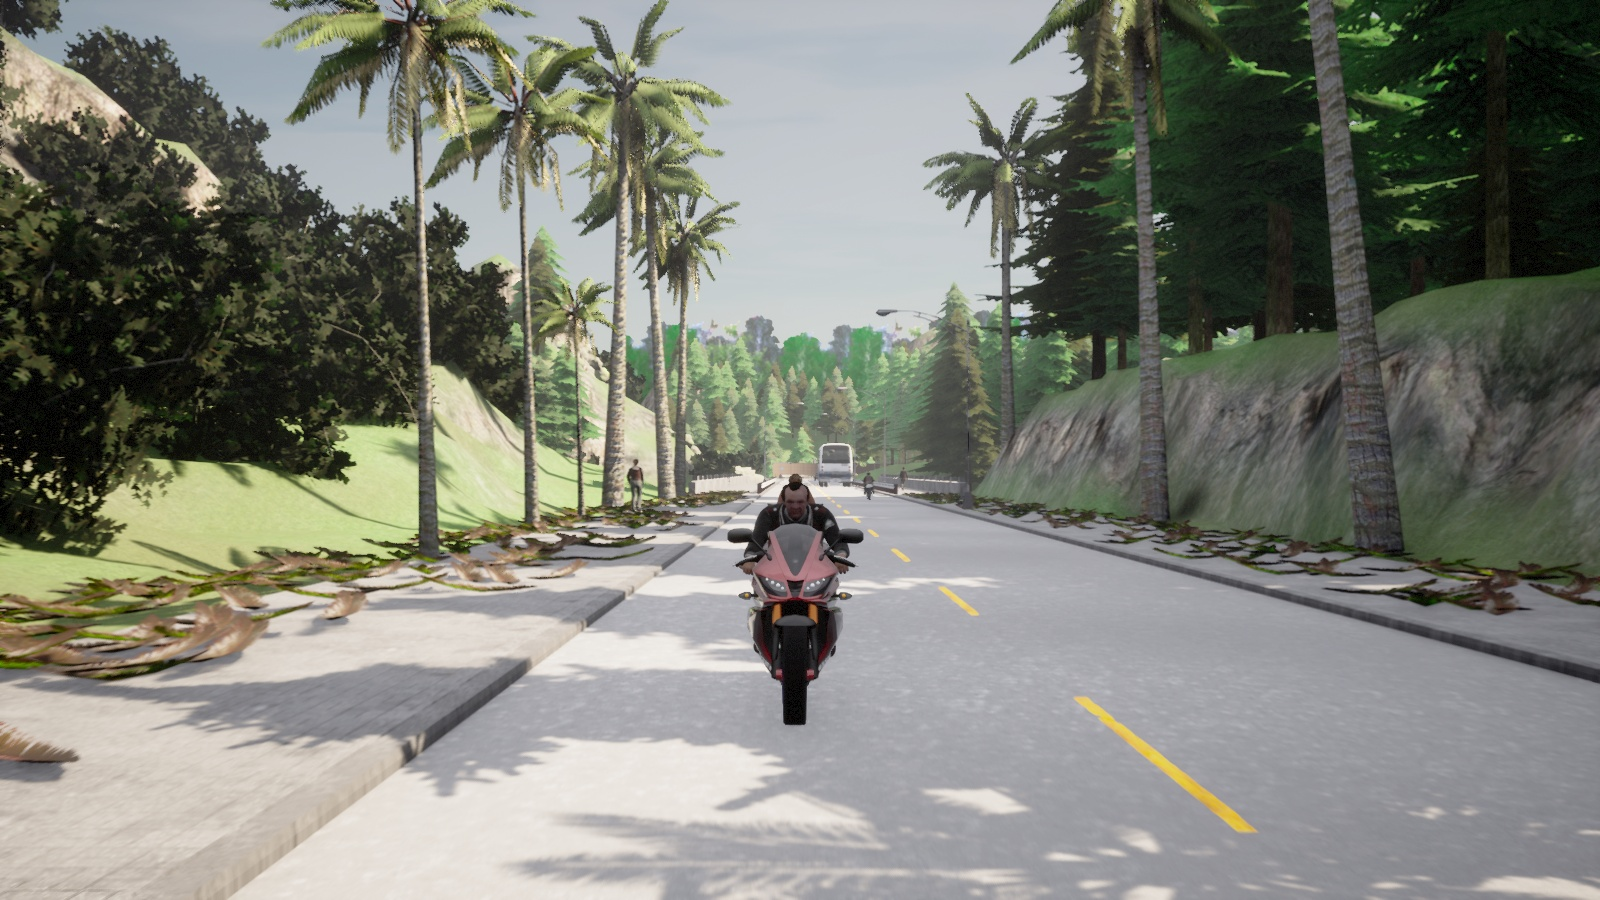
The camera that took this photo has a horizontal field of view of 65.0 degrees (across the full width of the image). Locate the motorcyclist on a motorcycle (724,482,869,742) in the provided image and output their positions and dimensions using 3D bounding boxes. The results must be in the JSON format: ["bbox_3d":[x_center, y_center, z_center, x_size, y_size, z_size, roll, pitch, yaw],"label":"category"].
[{"bbox_3d":[-0.025,0.994,8.606,0.866,1.530,2.191,0,-1,0],"label":"motorcyclist on a motorcycle"}]

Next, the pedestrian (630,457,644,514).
[{"bbox_3d":[-5.597,1.226,43.165,0.402,1.930,0.666,0,-1,1],"label":"pedestrian"}]
